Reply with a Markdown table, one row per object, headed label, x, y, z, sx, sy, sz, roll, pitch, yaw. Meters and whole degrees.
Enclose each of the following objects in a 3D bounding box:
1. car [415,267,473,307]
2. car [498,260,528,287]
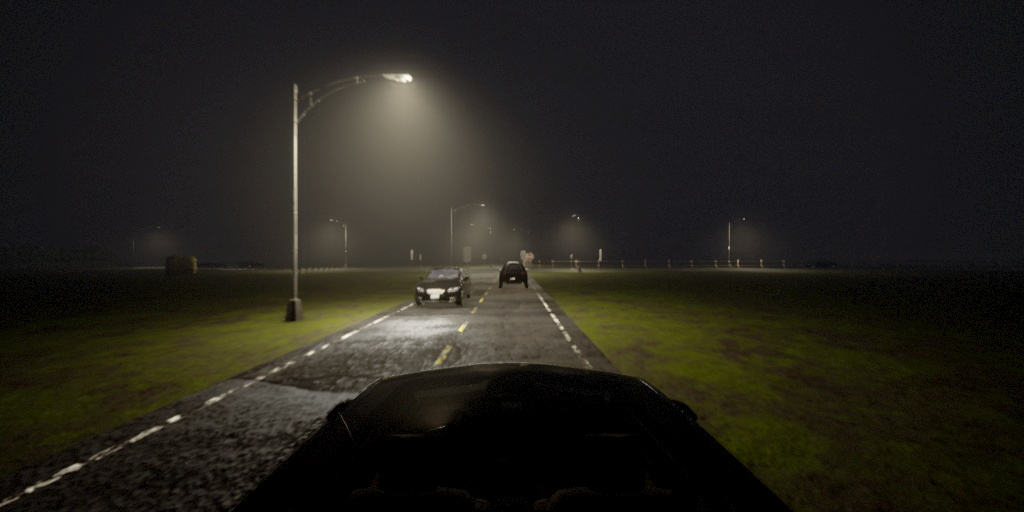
| label | x | y | z | sx | sy | sz | roll | pitch | yaw |
| --- | --- | --- | --- | --- | --- | --- | --- | --- | --- |
| car | -2.851 | 1.245 | 15.747 | 2.128 | 1.511 | 4.902 | 0 | 0 | 0 |
| car | 0.095 | 1.233 | 24.533 | 1.882 | 1.535 | 5.008 | 0 | 0 | 0 |
